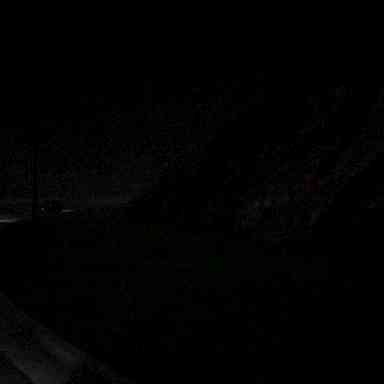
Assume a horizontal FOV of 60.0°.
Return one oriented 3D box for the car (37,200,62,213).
[{"bbox_3d":[-17.110,1.699,40.011,1.812,1.442,4.674,0,0,-4],"label":"car"}]
